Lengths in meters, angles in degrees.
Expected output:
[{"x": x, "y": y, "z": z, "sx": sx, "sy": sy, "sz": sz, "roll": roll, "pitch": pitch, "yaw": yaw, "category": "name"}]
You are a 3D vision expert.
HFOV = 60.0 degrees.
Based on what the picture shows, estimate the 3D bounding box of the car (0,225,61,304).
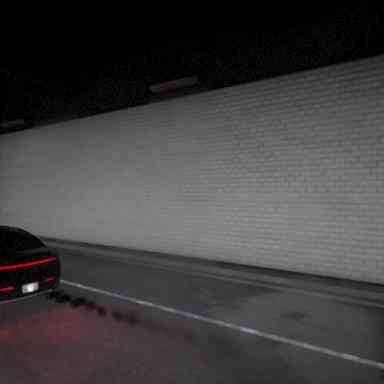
[{"x": -4.939, "y": 1.506, "z": 7.515, "sx": 4.892, "sy": 1.490, "sz": 1.837, "roll": 0, "pitch": 0, "yaw": 35, "category": "car"}]
